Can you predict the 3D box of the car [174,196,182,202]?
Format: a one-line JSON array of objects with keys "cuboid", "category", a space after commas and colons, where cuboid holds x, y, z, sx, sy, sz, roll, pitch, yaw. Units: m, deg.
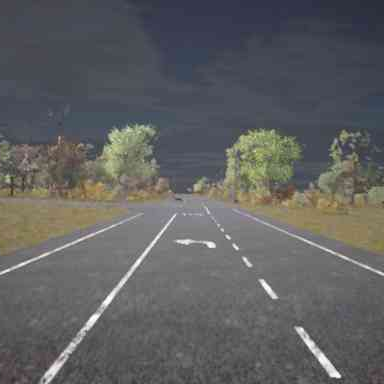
[{"cuboid": [-3.354, 1.640, 78.642, 1.895, 1.301, 4.718, 0, 0, 0], "category": "car"}]
